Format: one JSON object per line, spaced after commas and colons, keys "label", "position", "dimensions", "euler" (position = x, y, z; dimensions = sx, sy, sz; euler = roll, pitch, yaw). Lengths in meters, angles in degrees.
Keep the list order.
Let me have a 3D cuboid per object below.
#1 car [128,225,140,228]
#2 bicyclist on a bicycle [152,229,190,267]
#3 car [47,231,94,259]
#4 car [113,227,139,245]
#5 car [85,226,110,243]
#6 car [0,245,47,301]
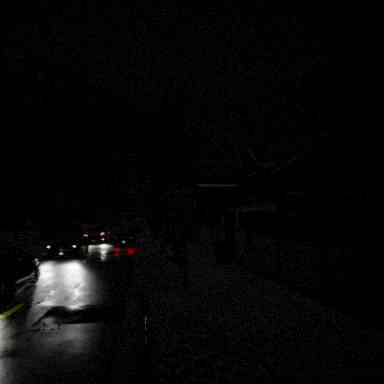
{"label": "car", "position": [-9.472, 6.068, 53.528], "dimensions": [1.837, 1.490, 4.892], "euler": [0, -6, -8]}
{"label": "bicyclist on a bicycle", "position": [-0.921, 2.460, 14.606], "dimensions": [1.656, 1.620, 0.582], "euler": [0, -5, -8]}
{"label": "car", "position": [-7.782, 3.392, 21.178], "dimensions": [1.895, 1.301, 4.718], "euler": [0, -5, -8]}
{"label": "car", "position": [-6.179, 4.175, 30.725], "dimensions": [1.895, 1.301, 4.718], "euler": [0, -5, -8]}
{"label": "car", "position": [-9.519, 4.194, 33.417], "dimensions": [2.097, 1.767, 4.553], "euler": [0, -5, -8]}
{"label": "car", "position": [-6.227, 2.429, 10.323], "dimensions": [1.994, 1.385, 4.181], "euler": [0, -5, -9]}
